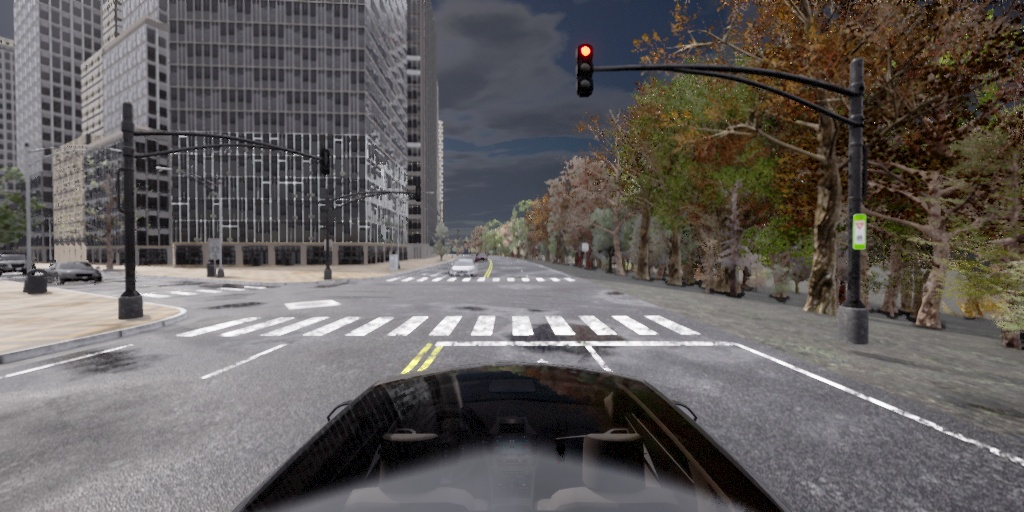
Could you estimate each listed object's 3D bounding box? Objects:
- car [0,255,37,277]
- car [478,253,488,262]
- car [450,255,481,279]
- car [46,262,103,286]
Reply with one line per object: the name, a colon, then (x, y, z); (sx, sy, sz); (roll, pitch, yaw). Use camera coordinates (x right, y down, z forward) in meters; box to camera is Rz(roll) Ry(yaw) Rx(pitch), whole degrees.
car: (-47.083, 0.876, 33.791); (5.566, 2.045, 2.150); (0, 1, 29)
car: (-5.333, 0.202, 63.351); (2.097, 1.767, 4.553); (0, 1, -4)
car: (-3.616, 0.940, 27.584); (1.812, 1.442, 4.674); (0, 2, -2)
car: (-29.839, 1.144, 24.401); (4.892, 1.490, 1.837); (0, 1, 29)
